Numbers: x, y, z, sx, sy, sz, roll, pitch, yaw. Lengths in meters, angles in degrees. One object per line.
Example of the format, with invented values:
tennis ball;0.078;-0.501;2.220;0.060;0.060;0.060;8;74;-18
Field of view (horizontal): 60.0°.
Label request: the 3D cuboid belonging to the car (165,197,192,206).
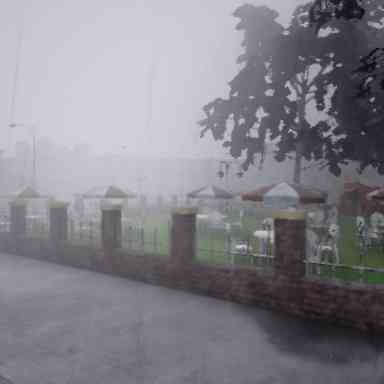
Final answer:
car;-1.969;1.508;50.627;4.181;1.385;1.994;0;0;-39
